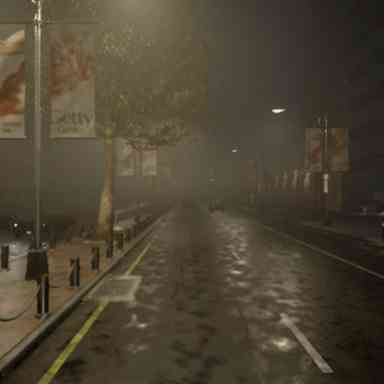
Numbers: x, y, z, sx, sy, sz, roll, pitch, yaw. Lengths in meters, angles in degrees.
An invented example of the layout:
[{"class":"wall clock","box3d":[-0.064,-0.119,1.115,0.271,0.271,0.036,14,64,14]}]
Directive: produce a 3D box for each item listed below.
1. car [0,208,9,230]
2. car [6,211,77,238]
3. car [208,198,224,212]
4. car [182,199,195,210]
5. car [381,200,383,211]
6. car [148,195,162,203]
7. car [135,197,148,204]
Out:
[{"class":"car","box3d":[-11.770,1.675,18.819,2.128,1.511,4.902,0,0,0]},{"class":"car","box3d":[-8.273,1.775,19.080,1.895,1.301,4.718,0,0,0]},{"class":"car","box3d":[3.119,1.870,43.259,2.033,1.411,5.357,0,0,-1]},{"class":"car","box3d":[-0.476,1.867,50.541,1.882,1.535,5.008,0,0,-1]},{"class":"car","box3d":[22.405,1.626,37.018,2.161,1.482,4.786,0,0,-1]},{"class":"car","box3d":[-8.917,2.144,80.235,1.837,1.490,4.892,0,0,-1]},{"class":"car","box3d":[-12.417,2.208,80.194,1.994,1.385,4.181,0,0,-1]}]
